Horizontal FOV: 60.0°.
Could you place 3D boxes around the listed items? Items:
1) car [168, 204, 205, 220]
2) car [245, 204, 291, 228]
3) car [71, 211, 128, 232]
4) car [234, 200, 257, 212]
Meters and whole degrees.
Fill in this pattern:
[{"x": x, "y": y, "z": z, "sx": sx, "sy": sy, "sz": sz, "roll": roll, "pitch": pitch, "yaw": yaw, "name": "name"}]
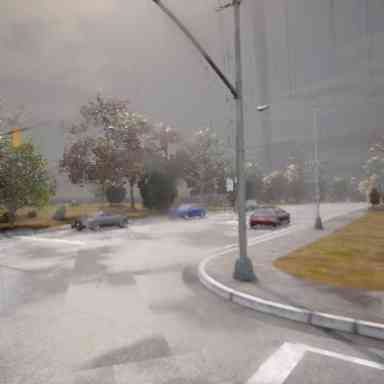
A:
[{"x": -0.472, "y": 1.999, "z": 34.114, "sx": 1.882, "sy": 1.535, "sz": 5.008, "roll": -2, "pitch": -1, "yaw": 32, "name": "car"}, {"x": 5.744, "y": 1.765, "z": 24.178, "sx": 1.994, "sy": 1.385, "sz": 4.181, "roll": -2, "pitch": -1, "yaw": 33, "name": "car"}, {"x": -6.734, "y": 2.067, "z": 24.466, "sx": 1.994, "sy": 1.385, "sz": 4.181, "roll": -2, "pitch": -1, "yaw": 34, "name": "car"}, {"x": 7.735, "y": 1.942, "z": 47.101, "sx": 2.097, "sy": 1.767, "sz": 4.553, "roll": -2, "pitch": -1, "yaw": 33, "name": "car"}]
